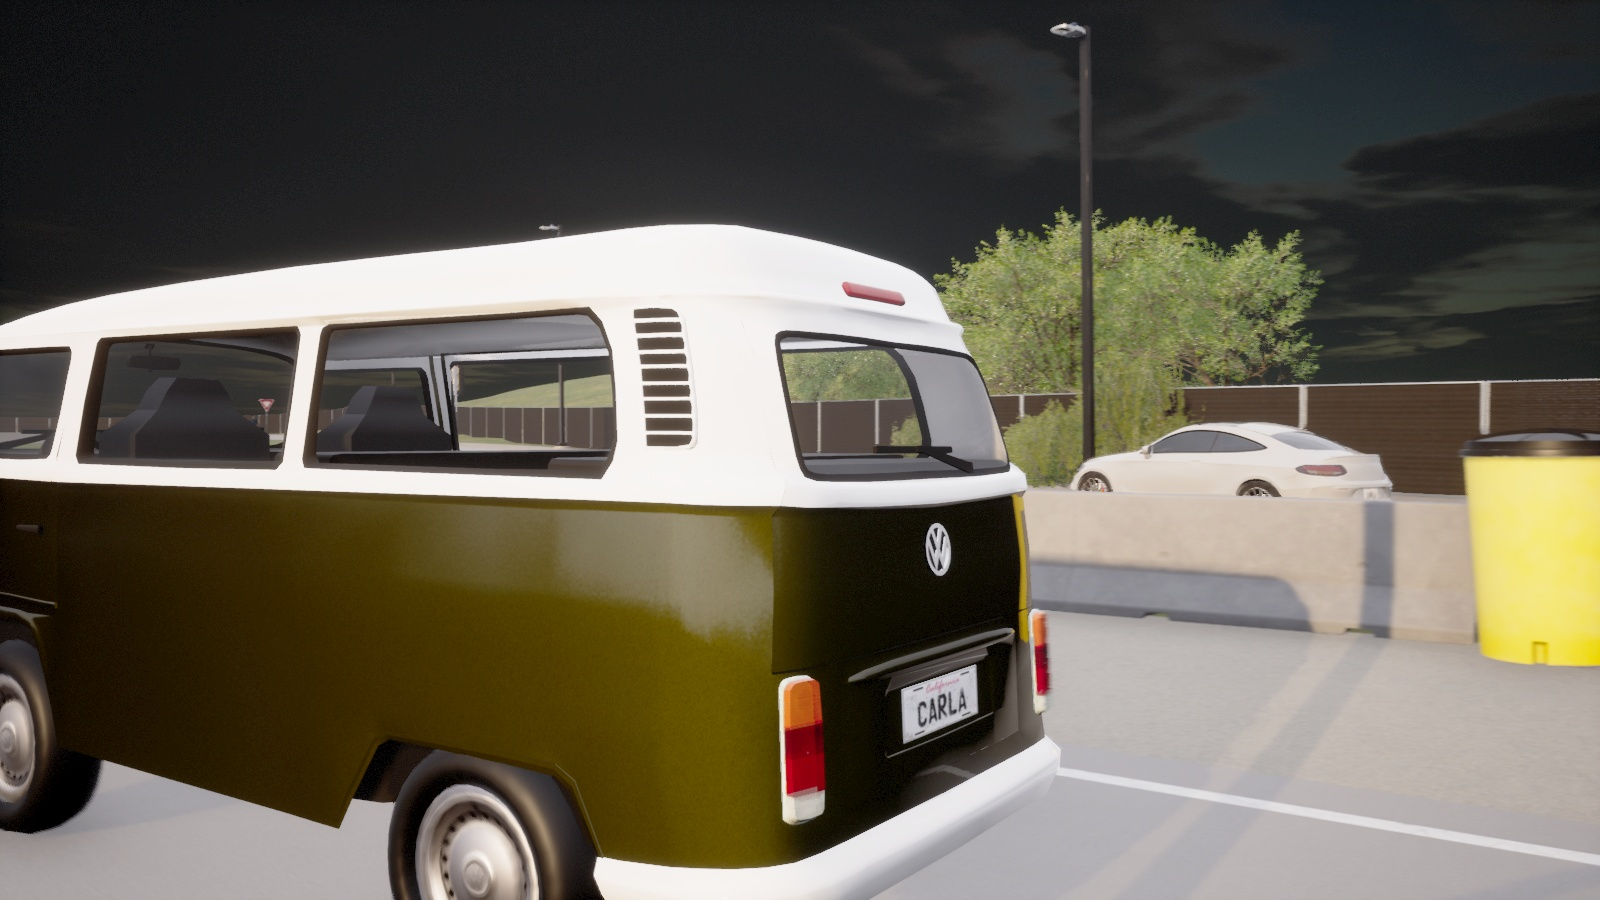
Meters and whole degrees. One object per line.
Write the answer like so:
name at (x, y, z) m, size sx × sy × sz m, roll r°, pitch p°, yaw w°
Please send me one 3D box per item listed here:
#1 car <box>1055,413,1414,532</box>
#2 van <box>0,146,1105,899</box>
car at (5.954, 0.220, 17.805) m, size 1.812 × 1.442 × 4.674 m, roll -2°, pitch 2°, yaw -33°
van at (-1.425, 0.406, 4.565) m, size 4.480 × 2.038 × 2.069 m, roll 0°, pitch 1°, yaw 34°
